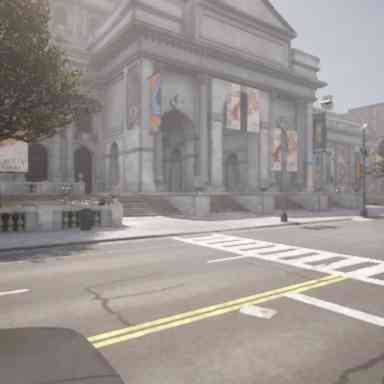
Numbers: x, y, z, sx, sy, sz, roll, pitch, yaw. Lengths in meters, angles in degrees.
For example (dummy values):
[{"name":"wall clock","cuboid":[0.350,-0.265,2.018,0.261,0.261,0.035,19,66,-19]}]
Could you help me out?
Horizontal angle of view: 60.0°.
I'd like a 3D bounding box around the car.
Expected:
[{"name":"car","cuboid":[-2.961,1.547,1.651,5.357,1.411,2.033,0,0,-35]}]
